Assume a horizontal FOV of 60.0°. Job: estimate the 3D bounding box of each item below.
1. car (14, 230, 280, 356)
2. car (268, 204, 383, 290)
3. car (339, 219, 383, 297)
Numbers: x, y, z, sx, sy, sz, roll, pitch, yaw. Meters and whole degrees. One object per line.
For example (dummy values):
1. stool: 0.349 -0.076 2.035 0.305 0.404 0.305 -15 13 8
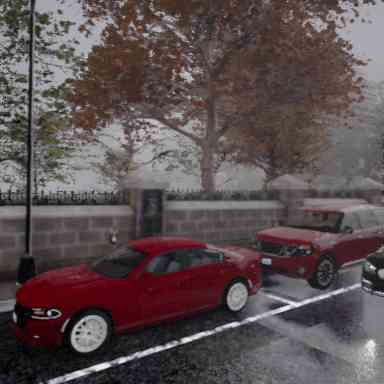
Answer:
1. car: -0.691 1.539 6.053 4.507 1.381 1.887 0 1 -36
2. car: 3.805 1.297 9.259 5.009 1.841 2.192 0 1 -36
3. car: 5.708 1.471 7.459 4.902 1.511 2.128 0 0 -36
